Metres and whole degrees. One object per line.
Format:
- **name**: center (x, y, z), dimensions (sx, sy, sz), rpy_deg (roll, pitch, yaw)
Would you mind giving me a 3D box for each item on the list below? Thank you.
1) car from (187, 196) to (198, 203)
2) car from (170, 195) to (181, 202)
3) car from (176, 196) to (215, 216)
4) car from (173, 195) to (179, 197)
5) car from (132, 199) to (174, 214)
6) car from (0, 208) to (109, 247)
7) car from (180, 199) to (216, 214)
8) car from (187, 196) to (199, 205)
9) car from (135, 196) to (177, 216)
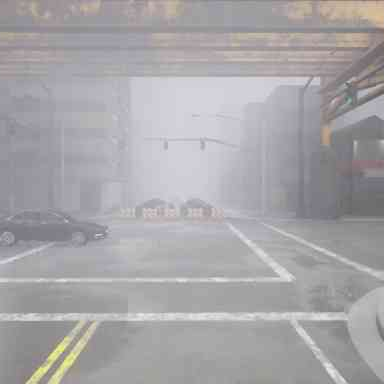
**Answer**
- **car**: center (0.144, 1.295, 57.890), dimensions (1.853, 1.218, 4.536), rpy_deg (0, 0, 0)
- **car**: center (-3.288, 1.295, 66.412), dimensions (1.853, 1.218, 4.536), rpy_deg (0, 0, 0)
- **car**: center (0.514, 1.452, 31.242), dimensions (2.038, 1.542, 4.974), rpy_deg (0, 0, -20)
- **car**: center (-3.288, 1.453, 66.360), dimensions (2.038, 1.542, 4.974), rpy_deg (0, 0, 0)
- **car**: center (-3.625, 1.295, 31.596), dimensions (1.853, 1.218, 4.536), rpy_deg (0, 0, 25)
- **car**: center (-6.121, 1.476, 14.449), dimensions (4.892, 1.490, 1.837), rpy_deg (0, 0, 0)
- **car**: center (0.496, 1.295, 31.290), dimensions (1.853, 1.218, 4.536), rpy_deg (0, 0, -20)
- **car**: center (0.144, 1.453, 57.838), dimensions (2.038, 1.542, 4.974), rpy_deg (0, 0, 0)
- **car**: center (-3.646, 1.452, 31.549), dimensions (2.038, 1.542, 4.974), rpy_deg (0, 0, 25)
